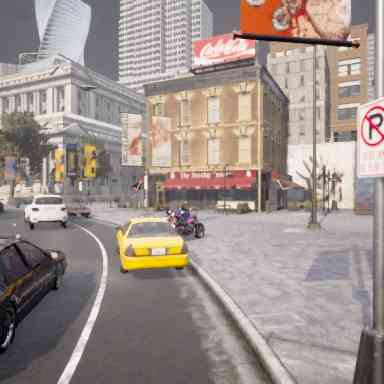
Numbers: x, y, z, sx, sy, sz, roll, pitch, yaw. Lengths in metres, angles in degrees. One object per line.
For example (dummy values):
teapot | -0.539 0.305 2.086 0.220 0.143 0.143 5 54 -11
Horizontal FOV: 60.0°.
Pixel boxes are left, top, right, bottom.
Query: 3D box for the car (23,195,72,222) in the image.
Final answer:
car | -9.868 1.213 22.239 2.150 2.045 5.566 0 0 -31

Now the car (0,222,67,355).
car | -3.675 1.545 5.850 2.033 1.411 5.357 0 0 -9

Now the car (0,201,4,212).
car | -21.948 1.484 35.841 4.892 1.490 1.837 0 0 40

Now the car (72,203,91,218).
car | -10.377 1.586 28.766 1.895 1.301 4.718 0 0 -34

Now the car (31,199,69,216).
car | -14.167 1.507 33.065 2.002 1.452 4.674 0 0 -44

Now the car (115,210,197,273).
car | -1.478 1.456 10.764 1.801 1.575 5.366 0 0 -15

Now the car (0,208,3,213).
car | -9.618 1.592 14.160 1.895 1.301 4.718 0 0 -22
